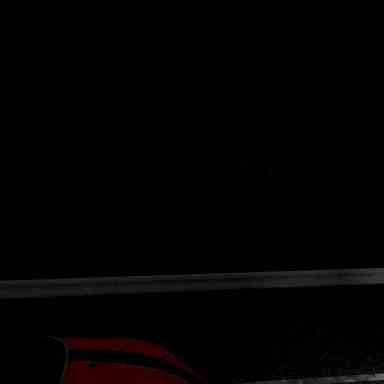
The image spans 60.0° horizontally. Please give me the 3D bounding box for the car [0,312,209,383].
[{"bbox_3d":[-1.880,1.352,1.634,4.553,1.767,2.097,0,0,-6],"label":"car"}]
